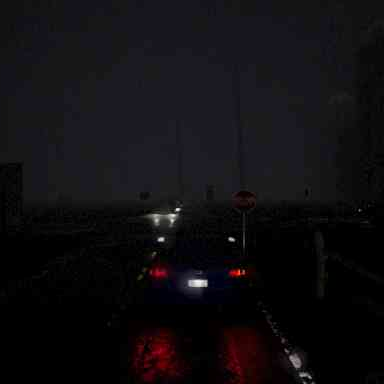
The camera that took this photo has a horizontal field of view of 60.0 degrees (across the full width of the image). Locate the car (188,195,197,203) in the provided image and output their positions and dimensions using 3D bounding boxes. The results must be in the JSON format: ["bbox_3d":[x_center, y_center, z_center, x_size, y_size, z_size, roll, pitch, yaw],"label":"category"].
[{"bbox_3d":[0.071,1.585,68.961,2.033,1.411,5.357,0,0,0],"label":"car"}]

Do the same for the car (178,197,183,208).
[{"bbox_3d":[-2.785,1.365,48.207,2.097,1.767,4.553,0,0,0],"label":"car"}]

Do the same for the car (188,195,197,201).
[{"bbox_3d":[0.081,1.490,79.386,1.994,1.385,4.181,0,0,0],"label":"car"}]

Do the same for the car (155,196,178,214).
[{"bbox_3d":[-2.808,1.483,35.893,1.882,1.535,5.008,0,0,0],"label":"car"}]

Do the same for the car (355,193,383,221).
[{"bbox_3d":[15.154,0.960,24.579,5.566,2.045,2.150,-1,1,0],"label":"car"}]

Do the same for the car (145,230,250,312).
[{"bbox_3d":[0.106,1.562,7.807,1.994,1.385,4.181,0,0,0],"label":"car"}]

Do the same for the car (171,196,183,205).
[{"bbox_3d":[-2.724,1.577,62.706,2.033,1.411,5.357,0,0,1],"label":"car"}]
